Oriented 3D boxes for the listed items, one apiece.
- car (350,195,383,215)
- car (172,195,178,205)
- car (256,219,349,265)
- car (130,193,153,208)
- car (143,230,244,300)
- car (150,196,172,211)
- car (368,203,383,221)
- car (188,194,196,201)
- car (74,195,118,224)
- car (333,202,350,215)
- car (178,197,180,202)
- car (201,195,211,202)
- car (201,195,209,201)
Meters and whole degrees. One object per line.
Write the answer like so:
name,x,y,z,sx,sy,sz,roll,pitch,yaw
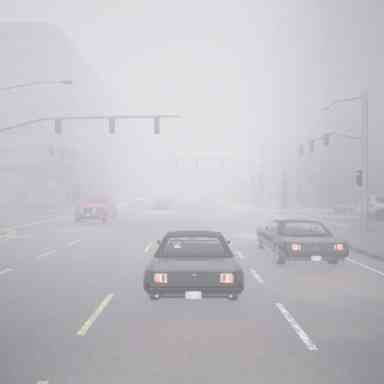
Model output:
car,16.348,1.276,27.039,5.566,2.045,2.150,0,0,-1
car,-3.981,1.547,57.656,2.033,1.411,5.357,0,0,1
car,3.550,1.601,11.695,1.895,1.301,4.718,0,0,0
car,-7.520,1.222,48.472,2.150,2.045,5.566,0,0,0
car,0.044,1.601,8.310,1.895,1.301,4.718,0,0,0
car,-3.681,1.572,40.276,1.994,1.385,4.181,0,0,-4
car,3.594,1.221,1.943,2.150,2.045,5.566,0,0,0
car,-0.097,1.355,87.295,2.097,1.767,4.553,0,0,1
car,-7.240,1.249,25.682,2.150,2.045,5.566,0,0,-1
car,17.213,1.533,34.309,5.008,1.535,1.882,0,0,0
car,-3.742,1.500,73.152,1.837,1.490,4.892,0,0,1
car,3.303,1.595,77.448,1.895,1.301,4.718,0,0,1
car,3.404,1.552,87.423,1.994,1.385,4.181,0,0,1
